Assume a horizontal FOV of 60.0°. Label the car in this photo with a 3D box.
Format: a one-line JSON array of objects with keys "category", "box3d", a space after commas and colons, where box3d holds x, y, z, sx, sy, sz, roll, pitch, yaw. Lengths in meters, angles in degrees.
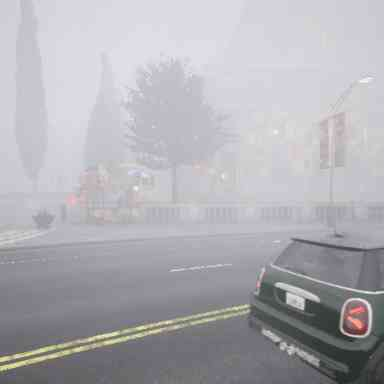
[{"category": "car", "box3d": [3.153, 1.351, 5.015, 4.553, 1.767, 2.097, 0, 0, -27]}]
